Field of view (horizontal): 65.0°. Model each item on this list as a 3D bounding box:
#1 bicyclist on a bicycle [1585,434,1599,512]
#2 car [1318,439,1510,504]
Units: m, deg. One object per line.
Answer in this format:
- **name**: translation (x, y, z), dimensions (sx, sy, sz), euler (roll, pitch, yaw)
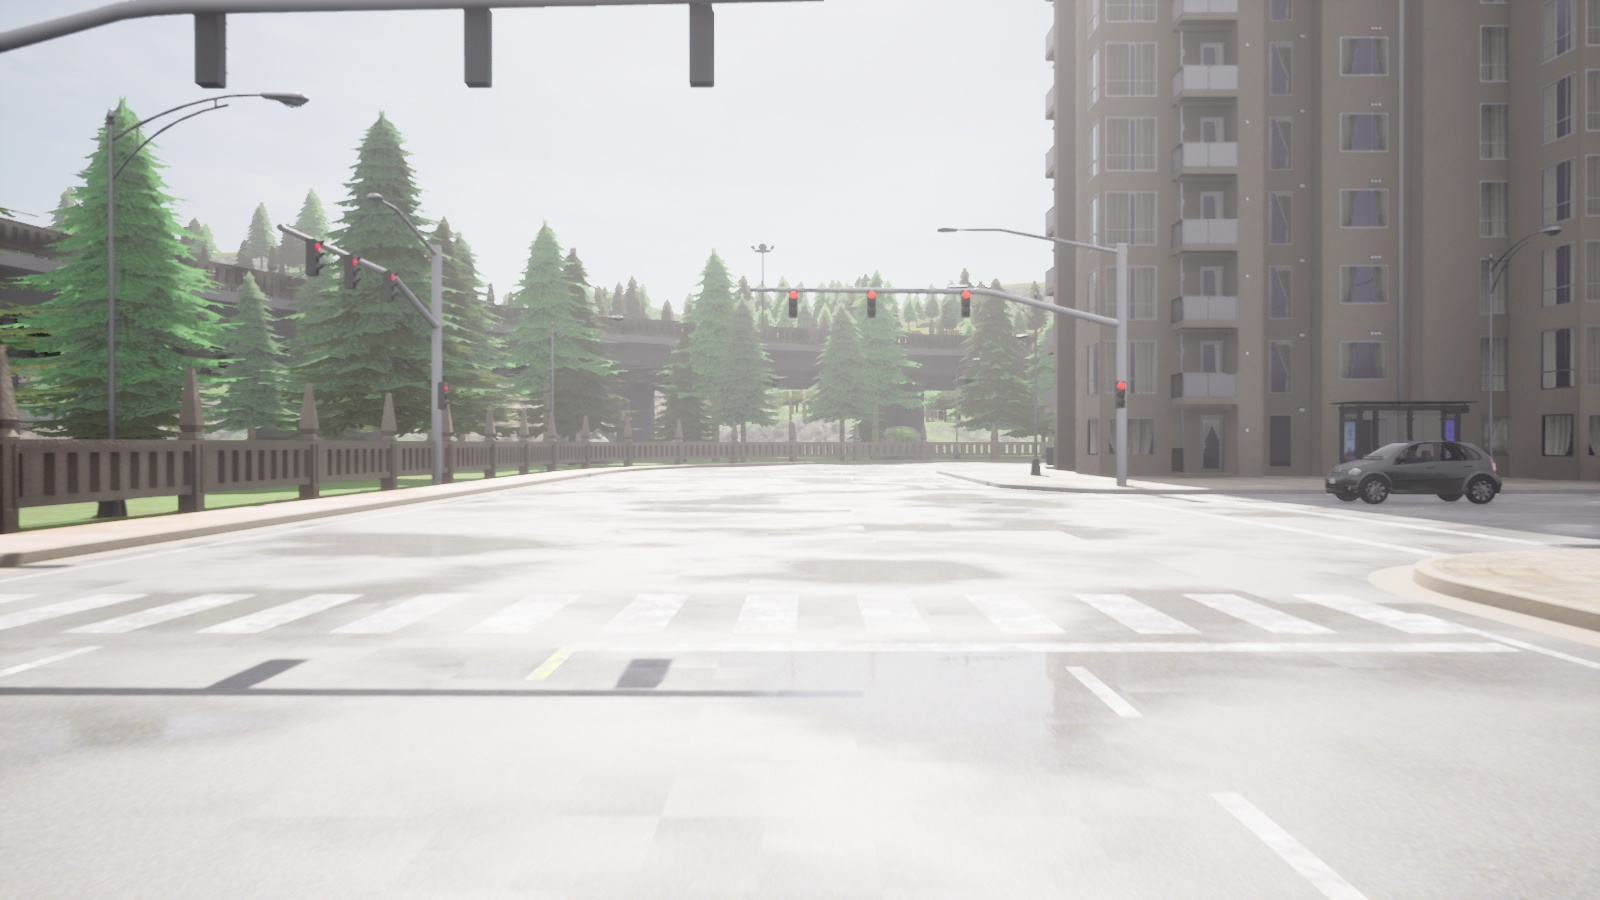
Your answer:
- **bicyclist on a bicycle**: translation (19.053, 0.526, 28.663), dimensions (1.843, 1.776, 0.659), euler (0, 0, -1)
- **car**: translation (15.630, 0.532, 32.113), dimensions (3.988, 1.617, 1.851), euler (0, 0, 0)
